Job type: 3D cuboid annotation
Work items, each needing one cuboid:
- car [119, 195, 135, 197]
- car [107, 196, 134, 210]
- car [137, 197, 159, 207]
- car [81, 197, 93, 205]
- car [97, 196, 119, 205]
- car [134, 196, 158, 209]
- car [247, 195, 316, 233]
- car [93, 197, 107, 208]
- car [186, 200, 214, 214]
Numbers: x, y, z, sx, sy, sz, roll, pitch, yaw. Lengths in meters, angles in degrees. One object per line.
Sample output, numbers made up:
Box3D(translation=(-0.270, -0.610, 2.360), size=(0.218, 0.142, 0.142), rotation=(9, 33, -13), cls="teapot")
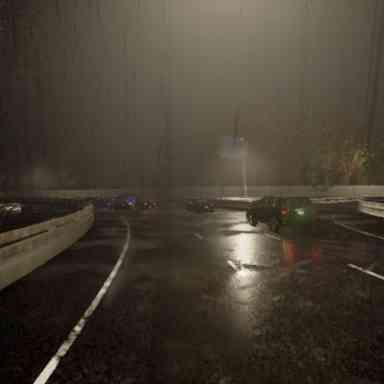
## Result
Box3D(translation=(-10.529, 1.582, 53.133), size=(1.812, 1.442, 4.674), rotation=(0, 0, -31), cls="car")
Box3D(translation=(-9.325, 1.616, 43.039), size=(1.994, 1.385, 4.181), rotation=(0, 0, -24), cls="car")
Box3D(translation=(-7.273, 1.537, 54.514), size=(1.837, 1.490, 4.892), rotation=(0, 0, -31), cls="car")
Box3D(translation=(-18.487, 1.623, 59.410), size=(1.837, 1.490, 4.892), rotation=(0, 0, -37), cls="car")
Box3D(translation=(-15.587, 1.585, 61.370), size=(2.128, 1.511, 4.902), rotation=(0, 0, -37), cls="car")
Box3D(translation=(-6.316, 1.630, 44.862), size=(1.895, 1.301, 4.718), rotation=(0, 0, -24), cls="car")
Box3D(translation=(5.106, 1.179, 19.681), size=(2.150, 2.045, 5.566), rotation=(0, 0, -11), cls="car")
Box3D(translation=(-13.224, 1.603, 50.790), size=(1.812, 1.442, 4.674), rotation=(0, 0, -31), cls="car")
Box3D(translation=(0.826, 1.544, 35.968), size=(1.994, 1.385, 4.181), rotation=(0, 0, -20), cls="car")
